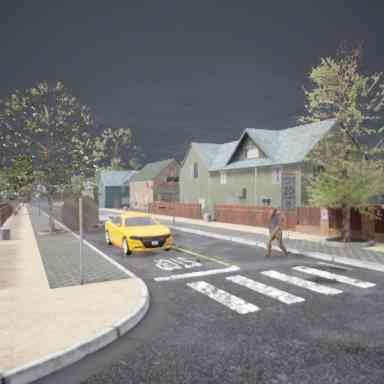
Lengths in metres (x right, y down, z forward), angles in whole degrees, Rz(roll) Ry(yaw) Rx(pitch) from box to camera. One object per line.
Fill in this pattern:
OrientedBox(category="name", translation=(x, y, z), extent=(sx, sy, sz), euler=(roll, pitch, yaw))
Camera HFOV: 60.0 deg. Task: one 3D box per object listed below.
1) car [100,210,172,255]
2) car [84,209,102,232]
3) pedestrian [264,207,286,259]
OrientedBox(category="car", translation=(-2.534, 1.717, 14.881), extent=(1.882, 1.535, 5.008), euler=(-1, -1, -27))
OrientedBox(category="car", translation=(-6.998, 1.937, 23.705), extent=(1.812, 1.442, 4.674), euler=(-1, 0, -27))
OrientedBox(category="pedestrian", translation=(2.850, 1.389, 11.483), extent=(0.375, 1.860, 0.375), euler=(-2, 1, -27))
